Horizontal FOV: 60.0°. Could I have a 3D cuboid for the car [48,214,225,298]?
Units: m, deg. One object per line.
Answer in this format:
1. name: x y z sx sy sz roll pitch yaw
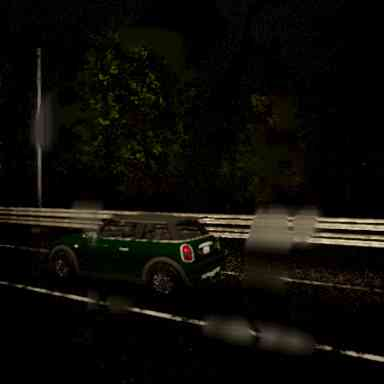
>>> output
1. car: -1.542 1.348 8.620 4.553 1.767 2.097 0 0 28
